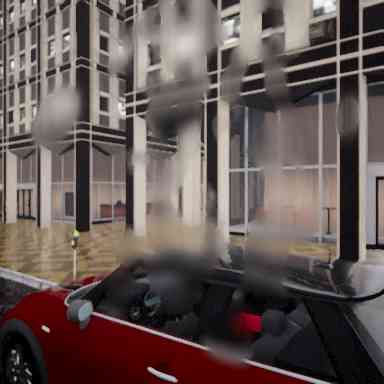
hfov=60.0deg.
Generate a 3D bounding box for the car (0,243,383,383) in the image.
[{"bbox_3d":[-0.063,1.349,3.464,4.553,1.767,2.097,0,0,36],"label":"car"}]
